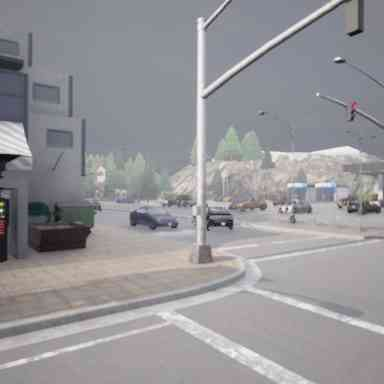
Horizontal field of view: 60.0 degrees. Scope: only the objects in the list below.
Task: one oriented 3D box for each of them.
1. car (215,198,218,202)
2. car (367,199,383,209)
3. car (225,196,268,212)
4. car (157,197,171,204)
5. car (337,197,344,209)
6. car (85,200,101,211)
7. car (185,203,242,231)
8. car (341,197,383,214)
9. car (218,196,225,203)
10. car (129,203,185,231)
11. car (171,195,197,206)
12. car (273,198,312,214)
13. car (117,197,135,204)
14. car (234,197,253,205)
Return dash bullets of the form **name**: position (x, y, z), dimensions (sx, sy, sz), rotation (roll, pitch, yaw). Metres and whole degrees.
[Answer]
- **car**: position (7.738, 1.806, 82.975), dimensions (4.514, 1.523, 2.007), rotation (0, 0, -36)
- **car**: position (29.655, 1.828, 52.677), dimensions (3.806, 1.475, 1.970), rotation (0, 0, -36)
- **car**: position (6.848, 1.490, 40.095), dimensions (5.027, 1.636, 2.152), rotation (0, 0, -36)
- **car**: position (-2.653, 1.432, 52.601), dimensions (4.605, 1.855, 1.932), rotation (0, 0, -36)
- **car**: position (22.794, 1.521, 47.696), dimensions (4.605, 1.855, 1.932), rotation (0, 0, -36)
- **car**: position (-13.609, 1.815, 44.285), dimensions (1.837, 1.490, 4.892), rotation (0, -1, -36)
- **car**: position (1.329, 1.767, 22.913), dimensions (2.128, 1.511, 4.902), rotation (1, -1, -14)
- **car**: position (18.719, 1.672, 36.216), dimensions (4.514, 1.523, 2.007), rotation (0, 0, -36)
- **car**: position (9.612, 1.797, 80.459), dimensions (5.027, 1.636, 2.152), rotation (0, 0, -36)
- **car**: position (-2.751, 1.758, 23.044), dimensions (1.812, 1.442, 4.674), rotation (0, 0, -36)
- **car**: position (-0.621, 1.414, 50.483), dimensions (3.866, 1.878, 1.905), rotation (0, 0, -36)
- **car**: position (10.858, 1.571, 35.074), dimensions (3.806, 1.475, 1.970), rotation (0, 0, -36)
- **car**: position (-13.392, 1.709, 67.768), dimensions (3.633, 1.501, 1.845), rotation (0, 0, -36)
- **car**: position (10.298, 1.748, 66.362), dimensions (3.633, 1.501, 1.845), rotation (0, 0, -36)
